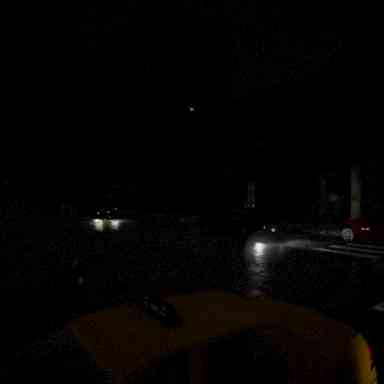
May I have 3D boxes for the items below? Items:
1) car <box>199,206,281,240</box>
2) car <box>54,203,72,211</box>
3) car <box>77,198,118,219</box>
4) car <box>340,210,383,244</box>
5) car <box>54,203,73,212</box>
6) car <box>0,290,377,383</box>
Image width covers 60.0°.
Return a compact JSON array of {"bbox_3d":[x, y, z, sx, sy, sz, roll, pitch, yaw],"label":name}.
[{"bbox_3d":[2.312,1.531,17.192,1.837,1.490,4.892,1,-1,-36],"label":"car"},{"bbox_3d":[-18.607,1.861,46.608,2.128,1.511,4.902,1,-2,-36],"label":"car"},{"bbox_3d":[-9.473,1.606,33.677,2.150,2.045,5.566,1,-2,-35],"label":"car"},{"bbox_3d":[8.063,1.436,13.261,1.882,1.535,5.008,2,-1,-12],"label":"car"},{"bbox_3d":[-21.574,2.493,55.644,1.994,1.385,4.181,1,-2,-36],"label":"car"},{"bbox_3d":[-0.482,1.516,2.445,4.829,1.417,1.752,-1,2,-35],"label":"car"}]
